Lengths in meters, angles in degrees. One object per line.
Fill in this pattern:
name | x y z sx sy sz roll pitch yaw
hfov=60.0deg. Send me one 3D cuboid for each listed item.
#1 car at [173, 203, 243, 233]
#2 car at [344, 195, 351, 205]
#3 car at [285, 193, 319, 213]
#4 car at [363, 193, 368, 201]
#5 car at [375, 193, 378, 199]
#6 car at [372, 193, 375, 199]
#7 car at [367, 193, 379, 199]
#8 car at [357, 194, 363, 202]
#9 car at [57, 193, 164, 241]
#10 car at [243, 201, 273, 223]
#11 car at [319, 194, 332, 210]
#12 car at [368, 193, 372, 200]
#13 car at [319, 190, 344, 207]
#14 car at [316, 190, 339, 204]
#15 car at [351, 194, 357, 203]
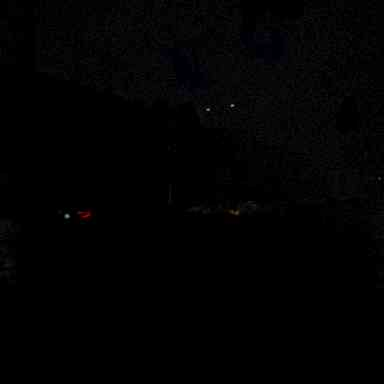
car | 0.740 1.352 17.983 2.008 1.369 4.403 0 0 35
car | 20.247 1.085 46.094 1.752 1.417 4.829 0 0 35
car | 10.444 1.113 31.968 1.967 1.590 4.097 0 0 35
car | 29.952 0.991 60.079 1.752 1.417 4.829 0 0 35
car | 39.561 0.951 73.924 1.947 1.339 4.313 0 0 35
car | 36.326 0.992 69.263 1.802 1.307 4.206 0 0 35
car | 42.797 0.912 78.587 2.008 1.369 4.403 -1 0 35
car | 26.621 1.078 55.277 1.802 1.307 4.206 0 0 35
car | -3.728 1.085 16.188 2.150 2.045 5.566 -1 0 35
car | 4.072 1.281 22.785 1.752 1.417 4.829 0 0 35
car | 13.680 1.216 36.630 1.802 1.307 4.206 0 0 35
car | 33.091 0.982 64.601 1.887 1.381 4.507 0 0 35
car | 16.913 0.911 41.291 2.192 1.841 5.009 0 0 35
car | 21.176 0.779 51.904 2.150 2.045 5.566 -1 0 35
car | 23.386 1.110 50.616 1.802 1.307 4.206 0 0 35
